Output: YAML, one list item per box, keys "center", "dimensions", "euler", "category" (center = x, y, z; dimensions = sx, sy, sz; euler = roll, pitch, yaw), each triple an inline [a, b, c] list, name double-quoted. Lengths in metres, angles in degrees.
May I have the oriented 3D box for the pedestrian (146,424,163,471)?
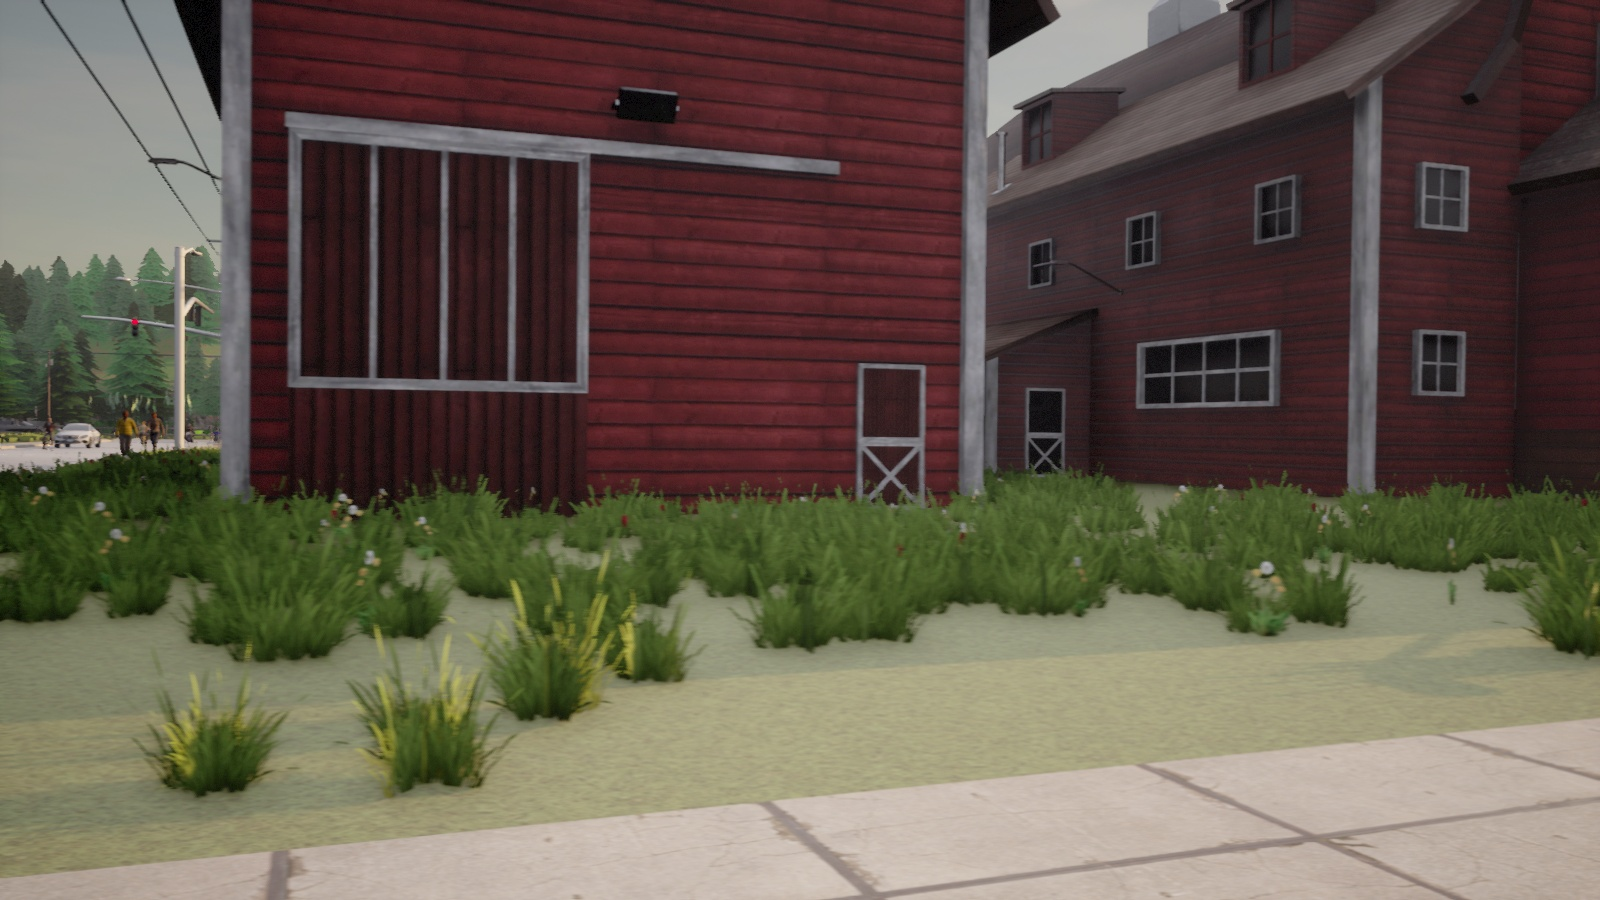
- center: [-24.912, -0.094, 48.497]
  dimensions: [0.328, 1.805, 0.869]
  euler: [-1, 1, -11]
  category: "pedestrian"

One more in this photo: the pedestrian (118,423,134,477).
- center: [-23.370, -0.004, 43.535]
  dimensions: [0.370, 1.835, 0.726]
  euler: [-1, 1, -20]
  category: "pedestrian"

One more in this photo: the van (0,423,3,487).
- center: [-25.771, 0.182, 37.793]
  dimensions: [2.069, 2.038, 4.480]
  euler: [-1, 1, -20]
  category: "van"

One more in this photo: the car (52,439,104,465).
- center: [-42.529, 0.075, 74.044]
  dimensions: [1.812, 1.442, 4.674]
  euler: [-1, 1, -20]
  category: "car"

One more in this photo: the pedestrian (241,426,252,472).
- center: [-23.677, -0.045, 53.698]
  dimensions: [0.402, 1.930, 0.666]
  euler: [-1, 1, -24]
  category: "pedestrian"
